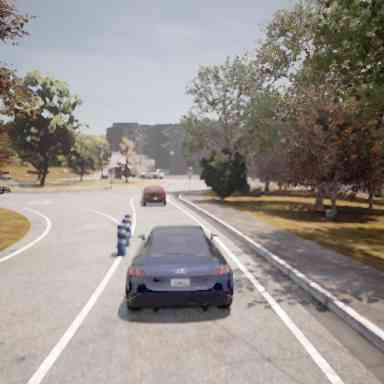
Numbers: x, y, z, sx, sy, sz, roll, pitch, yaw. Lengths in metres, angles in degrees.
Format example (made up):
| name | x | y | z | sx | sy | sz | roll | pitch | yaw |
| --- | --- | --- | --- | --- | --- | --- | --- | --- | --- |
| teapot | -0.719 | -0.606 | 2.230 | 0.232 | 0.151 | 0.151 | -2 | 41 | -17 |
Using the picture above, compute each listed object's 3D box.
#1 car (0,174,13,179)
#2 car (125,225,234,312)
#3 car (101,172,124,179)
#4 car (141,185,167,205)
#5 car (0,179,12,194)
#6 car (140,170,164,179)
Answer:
| name | x | y | z | sx | sy | sz | roll | pitch | yaw |
| --- | --- | --- | --- | --- | --- | --- | --- | --- | --- |
| car | -37.589 | -2.883 | 64.570 | 1.895 | 1.301 | 4.718 | 3 | 5 | 29 |
| car | -0.317 | 1.425 | 7.565 | 1.994 | 1.385 | 4.181 | 0 | 2 | -4 |
| car | -17.103 | -3.605 | 71.528 | 4.553 | 1.767 | 2.097 | 0 | 5 | 2 |
| car | -3.286 | 0.160 | 28.437 | 1.882 | 1.535 | 5.008 | -1 | 5 | -10 |
| car | -22.230 | -0.392 | 35.611 | 5.357 | 1.411 | 2.033 | 1 | 5 | 9 |
| car | -8.614 | -3.831 | 72.034 | 5.566 | 2.045 | 2.150 | 3 | 6 | 30 |
